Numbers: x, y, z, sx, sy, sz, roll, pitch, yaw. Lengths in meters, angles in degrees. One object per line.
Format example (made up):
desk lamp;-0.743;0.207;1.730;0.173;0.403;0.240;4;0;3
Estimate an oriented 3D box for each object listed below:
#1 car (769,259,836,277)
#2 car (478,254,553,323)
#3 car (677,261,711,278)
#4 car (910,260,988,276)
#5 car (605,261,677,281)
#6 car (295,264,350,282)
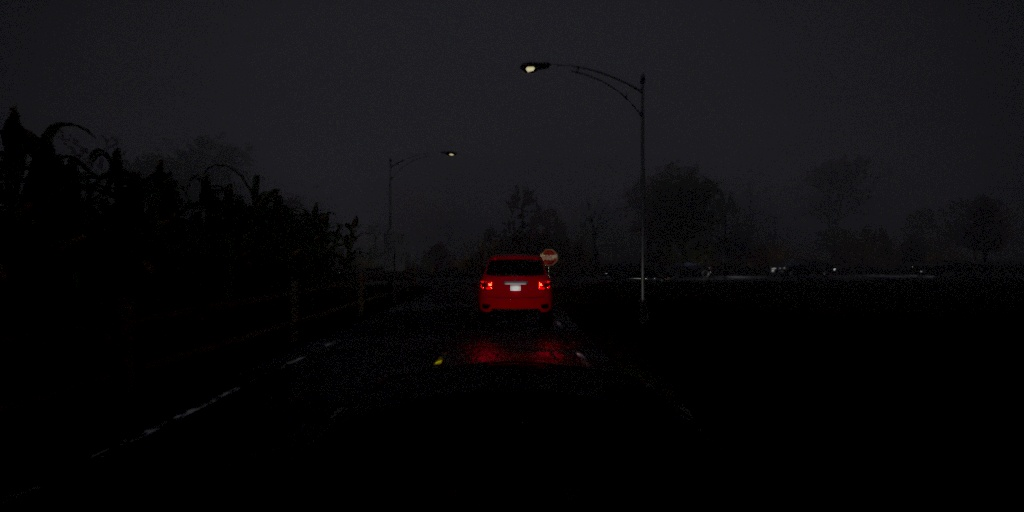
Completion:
car;24.922;0.995;30.862;4.902;1.511;2.128;-1;0;1
car;0.096;0.963;12.285;2.150;2.045;5.566;0;0;0
car;14.837;1.152;30.977;4.181;1.385;1.994;0;0;1
car;37.284;0.996;30.706;4.718;1.301;1.895;-1;0;1
car;9.756;1.138;27.983;4.902;1.511;2.128;0;0;-4
car;-15.456;1.323;28.378;5.008;1.535;1.882;0;0;1
